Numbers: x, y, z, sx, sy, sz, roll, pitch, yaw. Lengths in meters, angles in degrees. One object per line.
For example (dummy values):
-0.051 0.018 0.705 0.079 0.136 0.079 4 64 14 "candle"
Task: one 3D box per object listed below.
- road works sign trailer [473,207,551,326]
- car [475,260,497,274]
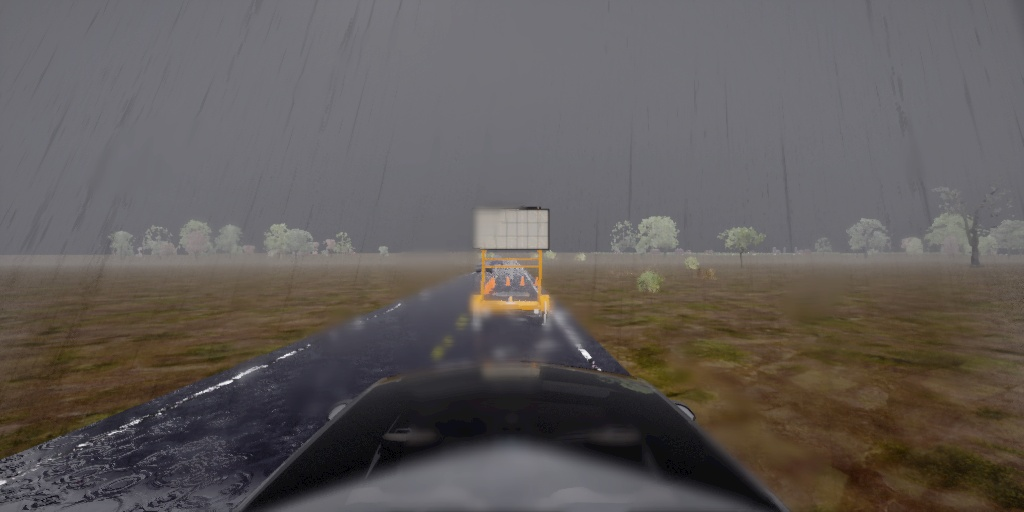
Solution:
-0.001 0.214 11.611 2.380 3.560 2.880 0 0 0 "road works sign trailer"
-3.101 1.298 41.195 2.033 1.411 5.357 0 0 0 "car"
